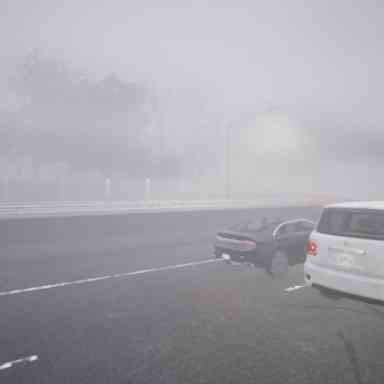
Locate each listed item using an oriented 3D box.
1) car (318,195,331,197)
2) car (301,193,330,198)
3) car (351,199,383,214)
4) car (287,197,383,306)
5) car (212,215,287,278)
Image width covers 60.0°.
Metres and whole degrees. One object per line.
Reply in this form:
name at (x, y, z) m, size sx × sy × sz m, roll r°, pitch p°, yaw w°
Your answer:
car at (16.605, 1.389, 37.302) m, size 4.892 × 1.490 × 1.837 m, roll 0°, pitch 0°, yaw -35°
car at (14.730, 1.105, 40.264) m, size 5.566 × 2.045 × 2.150 m, roll 0°, pitch 0°, yaw -35°
car at (18.543, 1.449, 34.387) m, size 4.181 × 1.385 × 1.994 m, roll 0°, pitch 0°, yaw -35°
car at (4.764, 1.194, 7.139) m, size 5.566 × 2.045 × 2.150 m, roll 0°, pitch 0°, yaw -35°
car at (2.862, 1.464, 10.082) m, size 4.902 × 1.511 × 2.128 m, roll 0°, pitch 0°, yaw -35°
